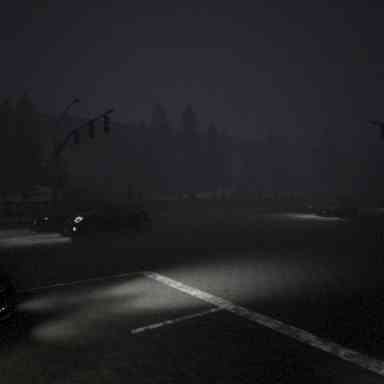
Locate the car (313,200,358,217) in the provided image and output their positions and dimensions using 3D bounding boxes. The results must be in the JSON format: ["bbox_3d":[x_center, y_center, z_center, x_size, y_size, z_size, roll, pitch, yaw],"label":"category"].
[{"bbox_3d":[13.640,1.525,30.920,4.674,1.442,1.812,0,0,-36],"label":"car"}]

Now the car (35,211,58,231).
[{"bbox_3d":[-6.981,1.492,20.508,4.902,1.511,2.128,0,0,-36],"label":"car"}]

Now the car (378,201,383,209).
[{"bbox_3d":[27.266,1.547,44.945,5.357,1.411,2.033,0,0,-36],"label":"car"}]

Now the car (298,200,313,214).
[{"bbox_3d":[13.145,1.525,34.865,4.674,1.442,1.812,0,0,-35],"label":"car"}]

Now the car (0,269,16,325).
[{"bbox_3d":[-5.114,1.492,4.421,4.902,1.511,2.128,0,0,-35],"label":"car"}]

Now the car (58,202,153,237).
[{"bbox_3d":[-4.488,1.351,17.985,4.553,1.767,2.097,0,0,-36],"label":"car"}]
